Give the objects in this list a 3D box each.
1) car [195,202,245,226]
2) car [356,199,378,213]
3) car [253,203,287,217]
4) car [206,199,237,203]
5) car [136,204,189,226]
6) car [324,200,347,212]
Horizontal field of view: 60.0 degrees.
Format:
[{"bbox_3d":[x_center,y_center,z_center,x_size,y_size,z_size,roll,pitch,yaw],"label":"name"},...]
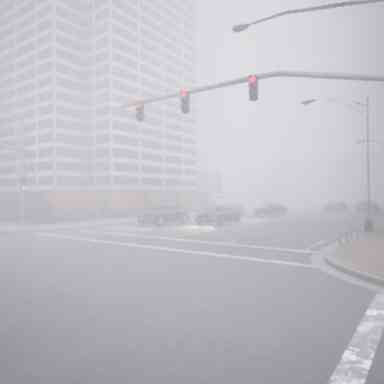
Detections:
[{"bbox_3d":[2.001,1.710,25.029,1.994,1.385,4.181,-1,0,35],"label":"car"},{"bbox_3d":[20.250,1.543,38.426,1.882,1.535,5.008,-1,0,35],"label":"car"},{"bbox_3d":[7.888,1.747,33.354,1.895,1.301,4.718,-1,0,35],"label":"car"},{"bbox_3d":[3.626,1.750,33.393,1.994,1.385,4.181,-1,0,35],"label":"car"},{"bbox_3d":[-2.109,1.690,25.277,1.837,1.490,4.892,-1,0,35],"label":"car"},{"bbox_3d":[17.621,1.670,40.807,1.994,1.385,4.181,-1,0,35],"label":"car"}]
